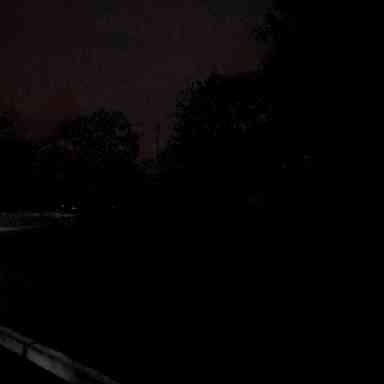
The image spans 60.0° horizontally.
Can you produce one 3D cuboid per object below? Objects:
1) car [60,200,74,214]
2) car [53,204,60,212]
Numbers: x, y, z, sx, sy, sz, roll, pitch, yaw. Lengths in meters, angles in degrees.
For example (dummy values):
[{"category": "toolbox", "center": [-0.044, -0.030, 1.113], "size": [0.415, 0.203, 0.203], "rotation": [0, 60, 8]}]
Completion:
[{"category": "car", "center": [-10.693, 1.468, 34.298], "size": [1.837, 1.490, 4.892], "rotation": [0, 0, 32]}, {"category": "car", "center": [-13.048, 1.559, 37.123], "size": [1.895, 1.301, 4.718], "rotation": [0, 0, 32]}]
